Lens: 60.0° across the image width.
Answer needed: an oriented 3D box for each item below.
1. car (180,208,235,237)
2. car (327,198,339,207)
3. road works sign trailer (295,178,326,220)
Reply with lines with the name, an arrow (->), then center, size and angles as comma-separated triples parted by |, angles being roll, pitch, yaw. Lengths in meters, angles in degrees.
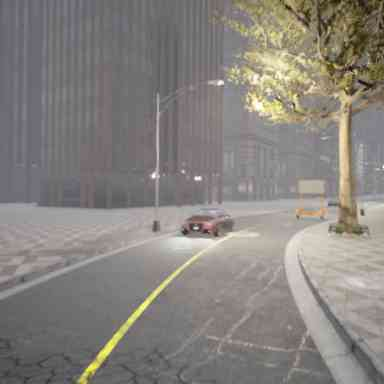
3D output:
car -> 0.958, 1.610, 18.396 | 1.994, 1.385, 4.181 | 0, 0, 23
car -> 23.028, 1.655, 53.144 | 1.882, 1.535, 5.008 | 0, 0, 35
road works sign trailer -> 10.629, 0.579, 29.501 | 2.380, 3.560, 2.880 | 0, 0, 34
